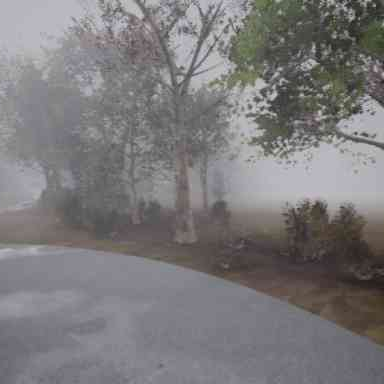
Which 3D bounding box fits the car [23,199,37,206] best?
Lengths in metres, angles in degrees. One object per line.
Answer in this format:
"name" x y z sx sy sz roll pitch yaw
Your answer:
"car" -30.224 1.970 62.467 1.895 1.301 4.718 -1 1 -14
